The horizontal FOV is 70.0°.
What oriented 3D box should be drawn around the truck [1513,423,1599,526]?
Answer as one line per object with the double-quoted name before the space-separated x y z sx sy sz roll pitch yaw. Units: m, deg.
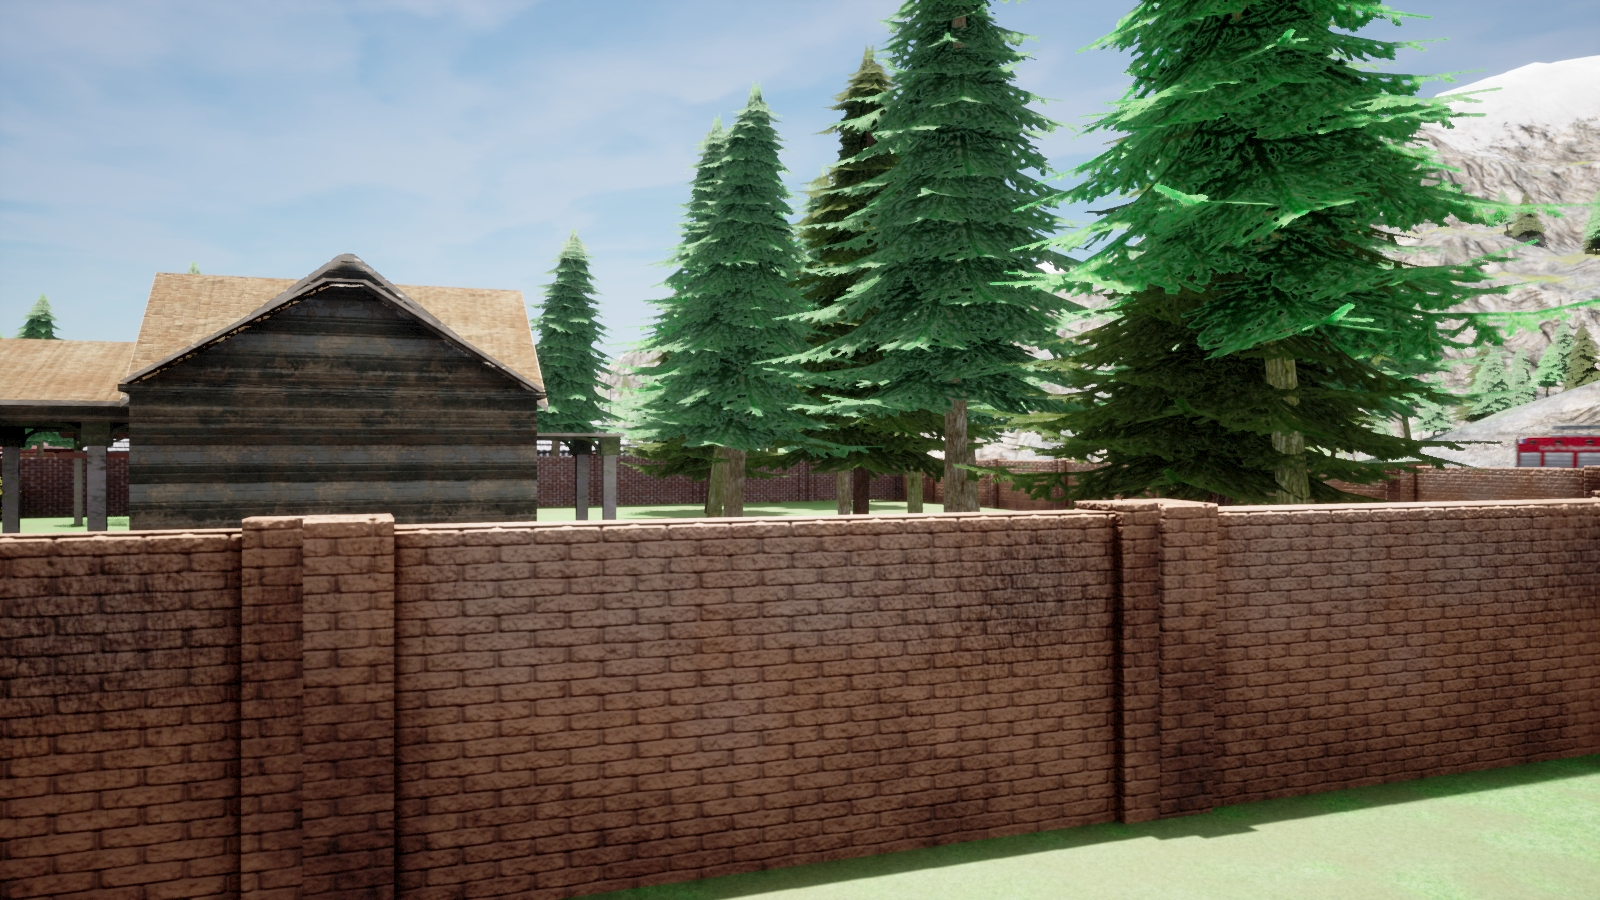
"truck" 31.294 0.916 42.137 2.891 3.827 8.468 0 0 -21
